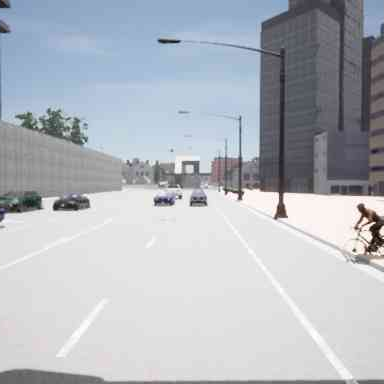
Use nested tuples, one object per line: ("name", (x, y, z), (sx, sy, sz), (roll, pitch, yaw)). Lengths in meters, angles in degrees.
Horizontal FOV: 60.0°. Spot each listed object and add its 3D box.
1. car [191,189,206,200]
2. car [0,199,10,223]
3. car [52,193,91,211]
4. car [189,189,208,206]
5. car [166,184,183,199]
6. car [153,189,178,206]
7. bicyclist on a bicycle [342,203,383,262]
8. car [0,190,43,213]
("car", (0.944, 0.277, 48.246), (2.033, 1.411, 5.357), (0, 1, 2))
("car", (-10.348, 1.193, 14.502), (1.895, 1.301, 4.718), (0, 2, 1))
("car", (-10.071, 0.800, 28.031), (1.994, 1.385, 4.181), (0, 2, 1))
("car", (0.693, 0.633, 34.695), (2.033, 1.411, 5.357), (0, 1, 2))
("car", (-2.554, -0.059, 48.038), (2.150, 2.045, 5.566), (0, 0, 1))
("car", (-2.805, 0.676, 34.807), (1.895, 1.301, 4.718), (0, 2, 1))
("bicyclist on a bicycle", (4.968, 1.107, 9.296), (1.656, 1.620, 0.582), (-8, 1, 1))
("car", (-13.615, 0.632, 26.116), (2.097, 1.767, 4.553), (0, 2, 1))
